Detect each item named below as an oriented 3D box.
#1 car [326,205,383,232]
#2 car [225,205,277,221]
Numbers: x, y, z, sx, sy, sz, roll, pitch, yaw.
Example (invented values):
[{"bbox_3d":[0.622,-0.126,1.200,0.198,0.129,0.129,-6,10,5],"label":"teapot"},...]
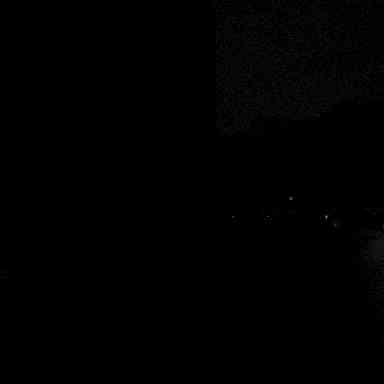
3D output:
[{"bbox_3d":[10.968,1.594,21.075,2.128,1.511,4.902,-1,0,-35],"label":"car"},{"bbox_3d":[5.114,1.778,29.288,1.895,1.301,4.718,-1,0,-35],"label":"car"}]
